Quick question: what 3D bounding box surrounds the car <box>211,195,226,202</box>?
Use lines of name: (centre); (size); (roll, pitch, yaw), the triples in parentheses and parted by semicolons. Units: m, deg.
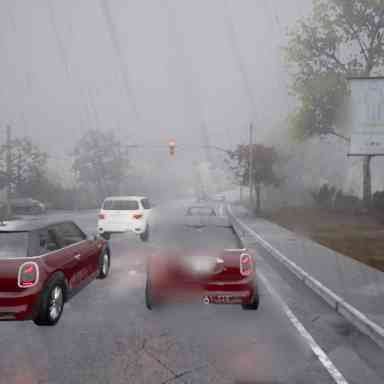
car: (6.001, 1.587, 75.576); (1.895, 1.301, 4.718); (0, 0, 9)

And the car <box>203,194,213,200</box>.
car: (4.172, 1.324, 85.862); (1.882, 1.535, 5.008); (0, 0, 10)

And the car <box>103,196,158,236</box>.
car: (-3.046, 1.221, 16.924); (2.150, 2.045, 5.566); (0, 0, 2)

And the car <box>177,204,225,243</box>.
car: (0.473, 1.491, 17.199); (2.128, 1.511, 4.902); (0, 0, 2)

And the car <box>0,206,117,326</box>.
car: (-3.290, 1.352, 7.247); (2.097, 1.767, 4.553); (0, 0, 1)

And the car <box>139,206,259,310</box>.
car: (0.219, 1.352, 7.992); (2.097, 1.767, 4.553); (0, 0, 1)

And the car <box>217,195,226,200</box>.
car: (7.693, 1.389, 85.668); (1.812, 1.442, 4.674); (0, 0, 10)

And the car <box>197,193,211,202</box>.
car: (2.471, 1.215, 75.666); (2.150, 2.045, 5.566); (0, 0, 9)

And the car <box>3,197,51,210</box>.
car: (-16.966, 1.350, 34.424); (4.553, 1.767, 2.097); (0, 0, 5)
